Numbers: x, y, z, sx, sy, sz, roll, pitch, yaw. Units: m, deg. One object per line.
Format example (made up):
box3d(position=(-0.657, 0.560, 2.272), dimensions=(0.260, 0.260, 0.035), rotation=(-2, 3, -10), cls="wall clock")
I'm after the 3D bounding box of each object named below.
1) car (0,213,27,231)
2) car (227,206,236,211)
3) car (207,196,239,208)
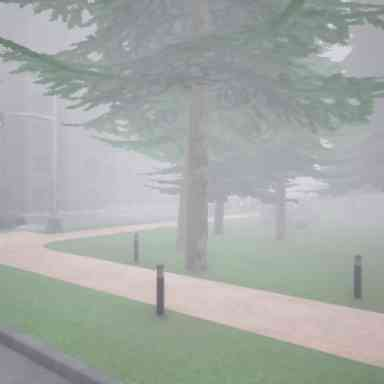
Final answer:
box3d(position=(-11.598, 1.406, 17.273), dimensions=(2.033, 1.411, 5.357), rotation=(1, 0, 37), cls="car")
box3d(position=(2.721, 1.440, 36.520), dimensions=(1.812, 1.442, 4.674), rotation=(1, -1, 37), cls="car")
box3d(position=(4.242, 1.318, 44.499), dimensions=(1.882, 1.535, 5.008), rotation=(1, 0, 37), cls="car")
